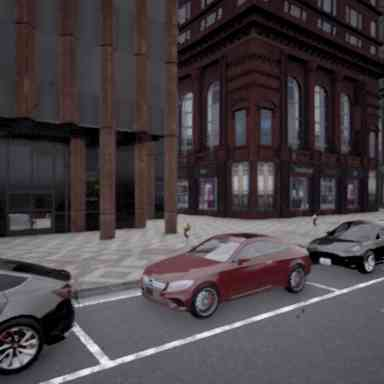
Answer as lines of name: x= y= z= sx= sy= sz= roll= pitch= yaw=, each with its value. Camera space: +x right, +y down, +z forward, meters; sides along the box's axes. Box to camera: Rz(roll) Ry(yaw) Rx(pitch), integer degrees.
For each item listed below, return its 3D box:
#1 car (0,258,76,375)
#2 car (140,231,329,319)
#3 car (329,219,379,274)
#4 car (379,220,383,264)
car: x=-3.662 y=1.566 z=4.038 sx=4.313 sy=1.339 sz=1.947 roll=0 pitch=0 yaw=-36
car: x=0.927 y=1.585 z=7.313 sx=4.206 sy=1.307 sz=1.802 roll=0 pitch=0 yaw=-36
car: x=5.514 y=1.573 z=10.587 sx=4.313 sy=1.339 sz=1.947 roll=0 pitch=0 yaw=-36
car: x=7.391 y=1.229 z=8.653 sx=5.566 sy=2.045 sz=2.150 roll=0 pitch=0 yaw=-35
